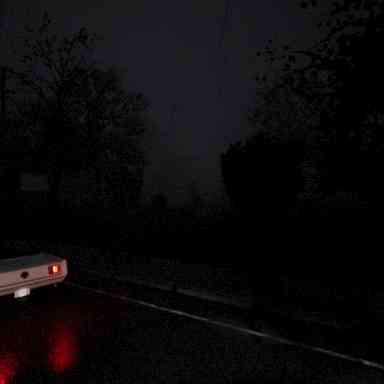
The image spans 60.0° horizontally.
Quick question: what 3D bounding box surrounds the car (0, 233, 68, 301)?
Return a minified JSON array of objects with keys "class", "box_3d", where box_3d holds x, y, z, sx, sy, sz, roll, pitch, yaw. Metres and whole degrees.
[{"class":"car","box_3d":[-4.995,1.600,7.542,4.718,1.301,1.895,0,0,35]}]
